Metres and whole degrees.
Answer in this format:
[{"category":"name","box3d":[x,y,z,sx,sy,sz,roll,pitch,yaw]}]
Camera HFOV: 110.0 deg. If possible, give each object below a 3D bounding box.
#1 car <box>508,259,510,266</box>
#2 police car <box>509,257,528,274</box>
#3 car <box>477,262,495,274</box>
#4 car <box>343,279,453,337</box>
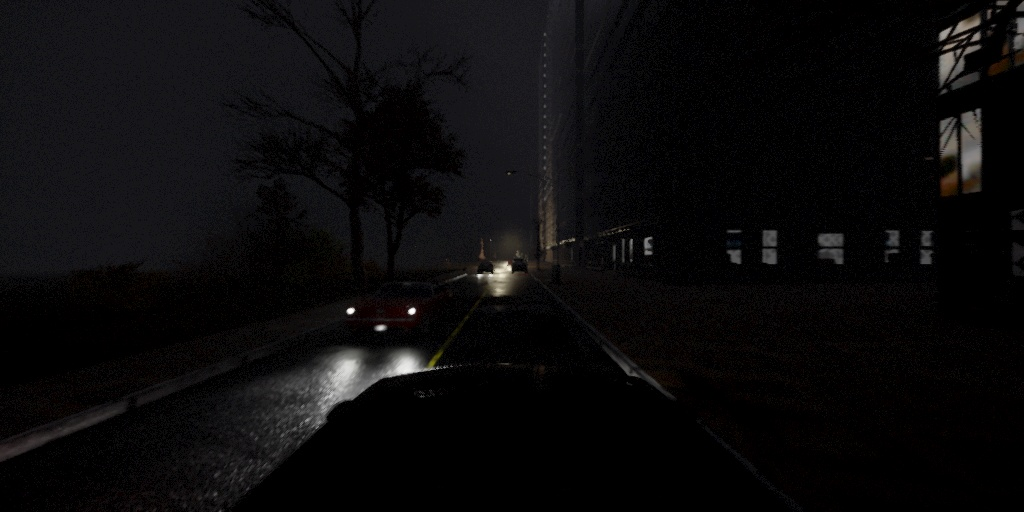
[{"category":"car","box3d":[0.919,1.139,54.131,2.150,2.045,5.566,0,0,0]},{"category":"police car","box3d":[0.915,1.309,44.209,1.930,1.638,5.238,0,0,0]},{"category":"car","box3d":[-3.064,1.427,42.819,2.033,1.411,5.357,0,0,0]},{"category":"car","box3d":[-3.051,1.379,10.569,1.895,1.301,4.718,0,0,1]}]
